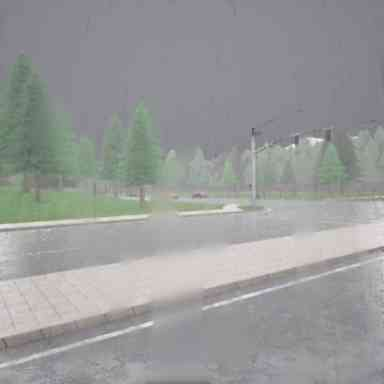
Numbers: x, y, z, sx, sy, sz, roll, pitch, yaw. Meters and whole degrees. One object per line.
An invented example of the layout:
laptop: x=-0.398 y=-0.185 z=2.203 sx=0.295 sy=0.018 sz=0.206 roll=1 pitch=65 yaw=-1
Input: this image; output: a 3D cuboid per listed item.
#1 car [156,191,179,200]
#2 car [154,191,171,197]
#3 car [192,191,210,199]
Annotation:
car: x=-4.393 y=0.722 z=63.357 sx=1.882 sy=1.535 sz=5.008 roll=-2 pitch=1 yaw=-34
car: x=-7.020 y=0.469 z=79.367 sx=1.812 sy=1.442 sz=4.674 roll=-2 pitch=1 yaw=-35
car: x=1.683 y=0.610 z=66.919 sx=1.812 sy=1.442 sz=4.674 roll=-2 pitch=1 yaw=-34
